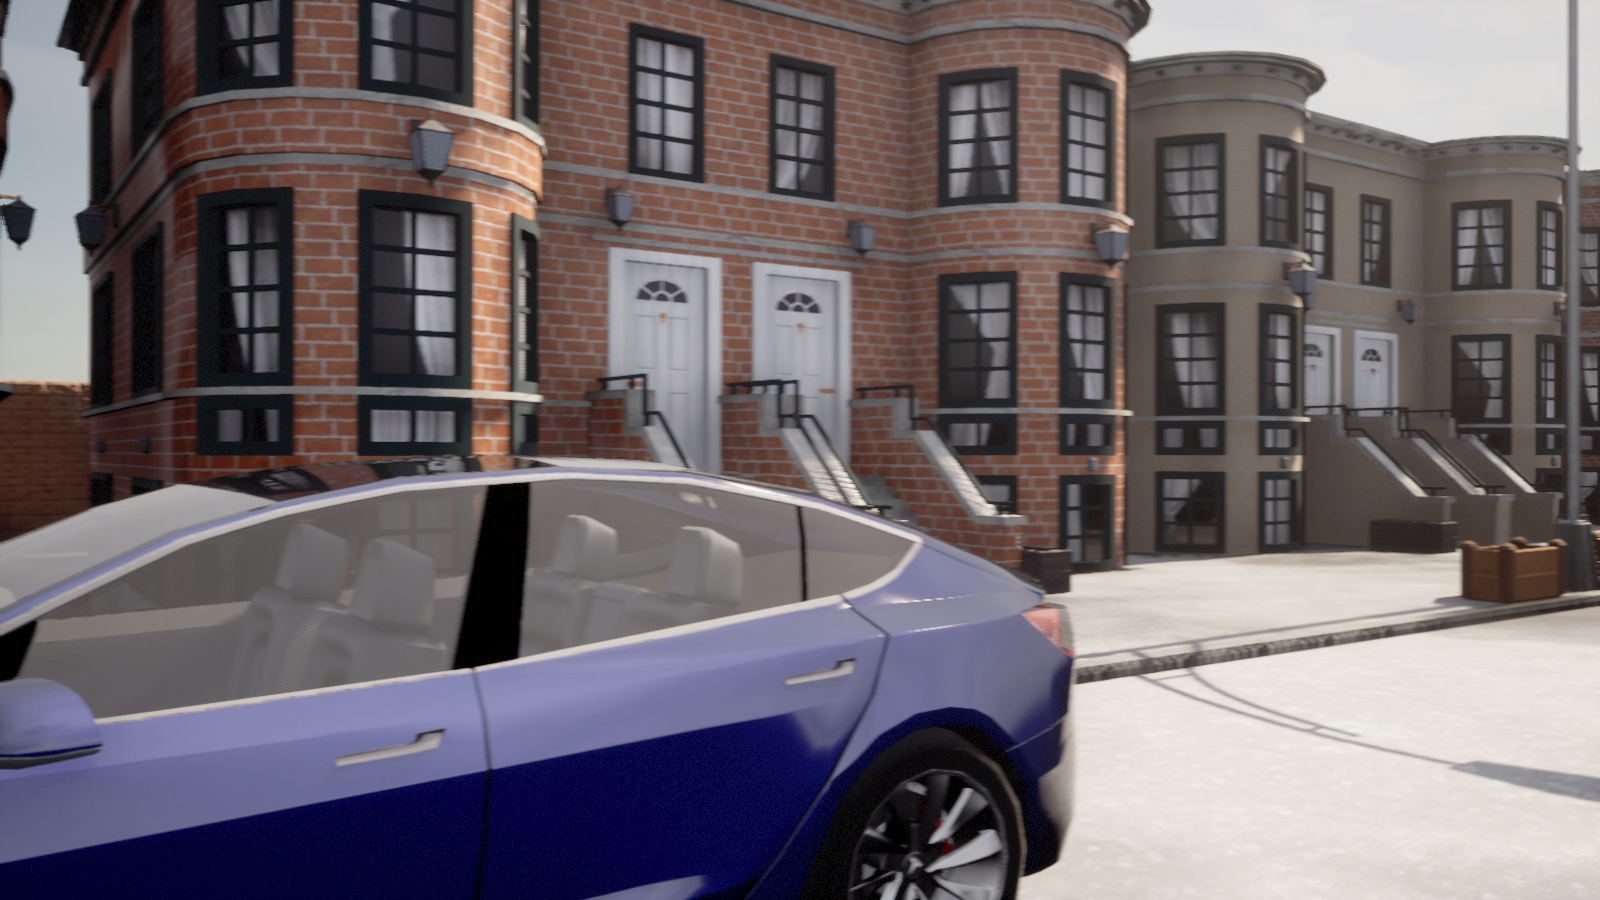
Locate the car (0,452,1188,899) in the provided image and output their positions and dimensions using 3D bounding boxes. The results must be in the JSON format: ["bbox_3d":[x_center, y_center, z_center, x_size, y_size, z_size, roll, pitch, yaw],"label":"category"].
[{"bbox_3d":[-1.428,0.755,3.274,4.792,1.488,2.163,0,0,-35],"label":"car"}]
